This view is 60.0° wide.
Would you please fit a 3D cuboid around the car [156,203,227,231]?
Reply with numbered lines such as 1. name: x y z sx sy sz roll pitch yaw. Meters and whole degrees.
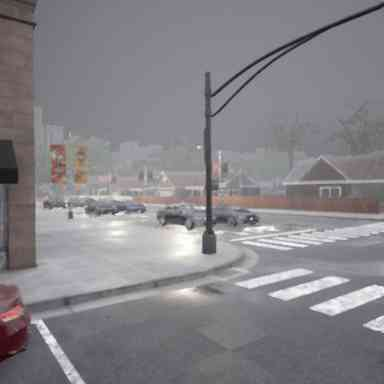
1. car: -0.399 1.465 20.804 2.128 1.511 4.902 -1 0 -37

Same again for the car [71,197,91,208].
1. car: -17.565 1.696 50.697 1.837 1.490 4.892 -1 0 -35

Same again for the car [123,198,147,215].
1. car: -6.734 1.579 35.319 2.033 1.411 5.357 -1 0 -35

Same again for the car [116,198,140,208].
1. car: -9.876 1.646 51.142 1.895 1.301 4.718 -1 0 -35

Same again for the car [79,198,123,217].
1. car: -9.155 1.613 33.120 2.033 1.411 5.357 -1 0 -35

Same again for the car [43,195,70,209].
1. car: -20.198 1.478 48.786 2.150 2.045 5.566 -1 0 -35

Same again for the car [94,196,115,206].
1. car: -15.657 1.579 59.219 1.882 1.535 5.008 -1 0 -35

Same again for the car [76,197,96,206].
1. car: -18.303 1.642 57.334 1.837 1.490 4.892 -1 0 -35

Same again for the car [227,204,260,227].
1. car: 2.534 1.498 22.308 1.994 1.385 4.181 -1 0 -36

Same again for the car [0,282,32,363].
1. car: -3.960 1.597 3.364 4.206 1.307 1.802 -1 0 -35
